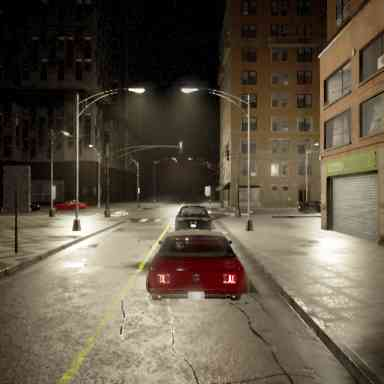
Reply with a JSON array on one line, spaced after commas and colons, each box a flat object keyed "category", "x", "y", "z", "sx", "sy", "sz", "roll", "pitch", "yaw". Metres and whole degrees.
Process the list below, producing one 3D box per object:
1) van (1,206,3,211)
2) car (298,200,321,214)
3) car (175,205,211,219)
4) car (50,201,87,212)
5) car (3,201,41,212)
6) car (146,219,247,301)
[{"category": "van", "x": -20.185, "y": 1.425, "z": 30.790, "sx": 3.998, "sy": 1.788, "sz": 1.690, "roll": 0, "pitch": 0, "yaw": 0}, {"category": "car", "x": 12.041, "y": 1.414, "z": 30.826, "sx": 4.313, "sy": 1.339, "sz": 1.947, "roll": 0, "pitch": 0, "yaw": 0}, {"category": "car", "x": 0.059, "y": 1.474, "z": 18.431, "sx": 1.882, "sy": 1.535, "sz": 5.008, "roll": 0, "pitch": 0, "yaw": 0}, {"category": "car", "x": -14.553, "y": 1.701, "z": 39.321, "sx": 4.206, "sy": 1.307, "sz": 1.802, "roll": 0, "pitch": 0, "yaw": 0}, {"category": "car", "x": -20.202, "y": 1.725, "z": 39.315, "sx": 4.313, "sy": 1.339, "sz": 1.947, "roll": 0, "pitch": 0, "yaw": 0}, {"category": "car", "x": 0.081, "y": 1.601, "z": 8.282, "sx": 1.895, "sy": 1.301, "sz": 4.718, "roll": 0, "pitch": 0, "yaw": 0}]
